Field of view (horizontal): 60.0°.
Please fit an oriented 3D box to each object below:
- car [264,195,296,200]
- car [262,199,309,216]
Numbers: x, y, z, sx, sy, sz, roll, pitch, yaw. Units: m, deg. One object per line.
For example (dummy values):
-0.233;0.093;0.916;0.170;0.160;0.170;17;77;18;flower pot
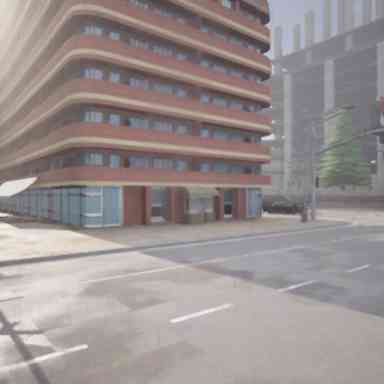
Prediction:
10.985;1.390;39.714;2.150;2.045;5.566;0;0;-38;car
9.954;1.749;35.337;1.895;1.301;4.718;0;0;-38;car
